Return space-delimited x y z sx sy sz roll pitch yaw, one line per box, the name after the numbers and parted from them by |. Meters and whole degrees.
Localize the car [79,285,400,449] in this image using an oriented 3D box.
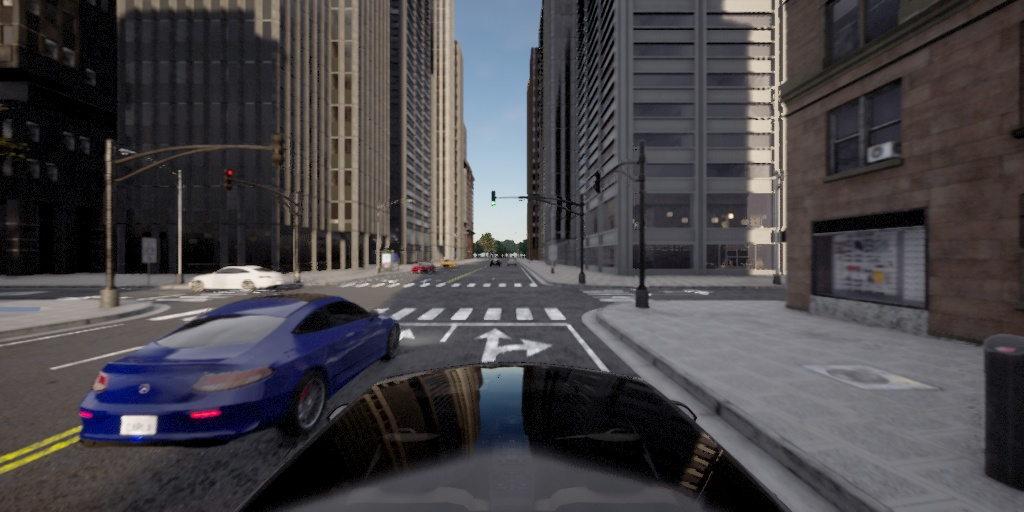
-3.149 1.276 5.330 1.812 1.442 4.674 0 0 0 | car

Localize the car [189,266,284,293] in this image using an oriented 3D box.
-15.250 1.264 20.020 4.674 1.442 1.812 0 -1 4 | car

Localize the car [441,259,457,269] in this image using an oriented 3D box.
-9.794 1.214 55.903 1.882 1.535 5.008 0 0 1 | car

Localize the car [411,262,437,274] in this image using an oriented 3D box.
-9.831 1.339 40.199 1.895 1.301 4.718 0 0 0 | car
